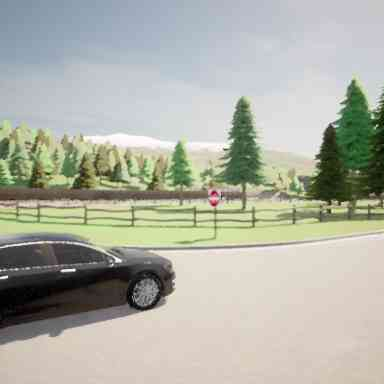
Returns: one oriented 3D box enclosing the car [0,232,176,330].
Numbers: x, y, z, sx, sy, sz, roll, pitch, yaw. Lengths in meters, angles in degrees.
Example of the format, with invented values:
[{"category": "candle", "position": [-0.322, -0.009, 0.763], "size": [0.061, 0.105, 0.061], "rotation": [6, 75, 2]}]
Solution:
[{"category": "car", "position": [-2.595, 1.516, 6.193], "size": [4.892, 1.490, 1.837], "rotation": [1, 0, -35]}]
